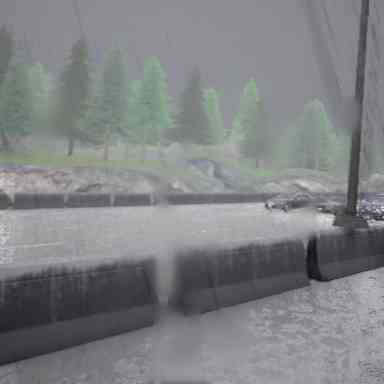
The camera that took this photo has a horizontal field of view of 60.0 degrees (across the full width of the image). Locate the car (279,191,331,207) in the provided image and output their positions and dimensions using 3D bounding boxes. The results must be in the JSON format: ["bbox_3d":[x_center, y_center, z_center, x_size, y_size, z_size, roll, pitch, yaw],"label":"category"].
[{"bbox_3d":[11.274,0.679,33.021,5.357,1.411,2.033,0,2,-35],"label":"car"}]

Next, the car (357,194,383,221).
[{"bbox_3d":[12.257,0.903,20.959,4.553,1.767,2.097,0,2,-34],"label":"car"}]

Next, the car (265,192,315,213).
[{"bbox_3d":[7.928,0.773,26.477,4.902,1.511,2.128,0,2,-34],"label":"car"}]

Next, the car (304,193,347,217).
[{"bbox_3d":[10.443,0.979,23.964,4.181,1.385,1.994,0,2,-34],"label":"car"}]
